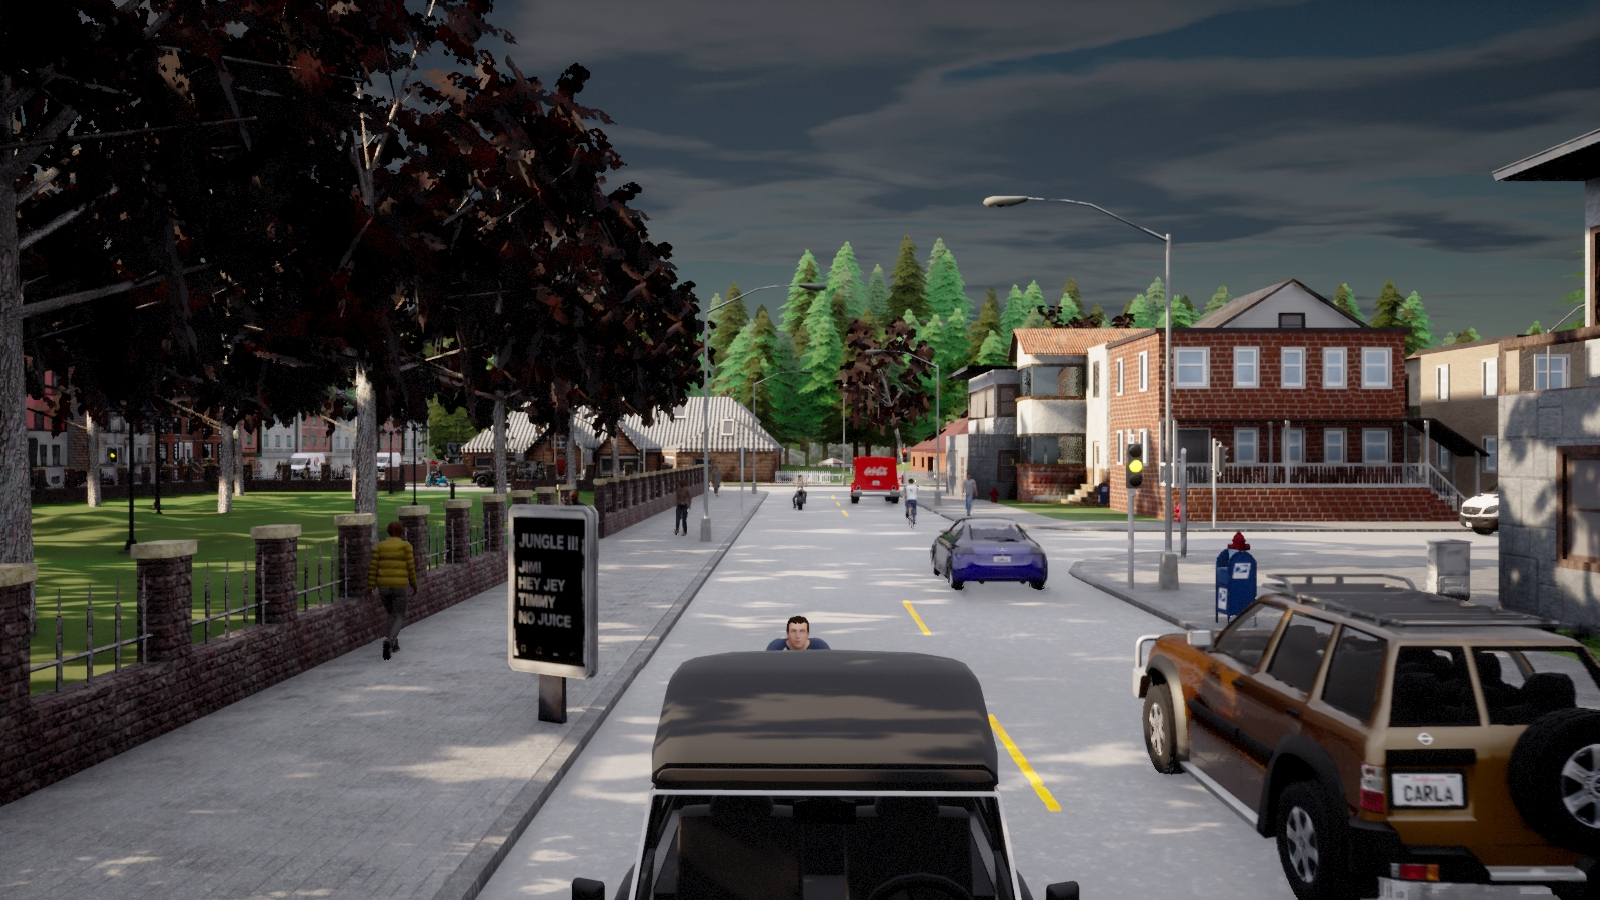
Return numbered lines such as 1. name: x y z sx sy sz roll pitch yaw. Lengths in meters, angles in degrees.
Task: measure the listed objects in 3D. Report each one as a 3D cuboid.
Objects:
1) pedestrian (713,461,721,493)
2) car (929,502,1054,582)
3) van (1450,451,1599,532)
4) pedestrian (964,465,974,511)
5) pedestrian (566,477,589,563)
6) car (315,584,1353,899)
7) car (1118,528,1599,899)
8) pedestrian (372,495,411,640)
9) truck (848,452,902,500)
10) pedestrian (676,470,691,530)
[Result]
1. pedestrian: -4.811 1.552 66.173 0.375 1.860 0.375 0 0 2
2. car: 4.000 1.909 24.588 1.994 1.385 4.181 0 0 0
3. van: 24.712 1.329 37.232 5.915 2.561 1.988 0 0 0
4. pedestrian: 6.848 1.534 46.247 0.375 1.860 0.375 0 0 16
5. pedestrian: -4.871 1.535 25.053 0.375 1.860 0.375 0 0 15
6. car: 0.090 1.640 4.031 1.905 1.878 3.866 0 0 1
7. car: 3.944 1.646 8.391 1.932 1.855 4.605 0 0 0
8. pedestrian: -5.364 1.531 15.019 0.375 1.860 0.375 0 0 0
9. truck: 3.969 1.372 61.570 2.627 2.467 5.204 0 0 1
10. pedestrian: -3.624 1.540 35.448 0.375 1.860 0.375 0 0 10
